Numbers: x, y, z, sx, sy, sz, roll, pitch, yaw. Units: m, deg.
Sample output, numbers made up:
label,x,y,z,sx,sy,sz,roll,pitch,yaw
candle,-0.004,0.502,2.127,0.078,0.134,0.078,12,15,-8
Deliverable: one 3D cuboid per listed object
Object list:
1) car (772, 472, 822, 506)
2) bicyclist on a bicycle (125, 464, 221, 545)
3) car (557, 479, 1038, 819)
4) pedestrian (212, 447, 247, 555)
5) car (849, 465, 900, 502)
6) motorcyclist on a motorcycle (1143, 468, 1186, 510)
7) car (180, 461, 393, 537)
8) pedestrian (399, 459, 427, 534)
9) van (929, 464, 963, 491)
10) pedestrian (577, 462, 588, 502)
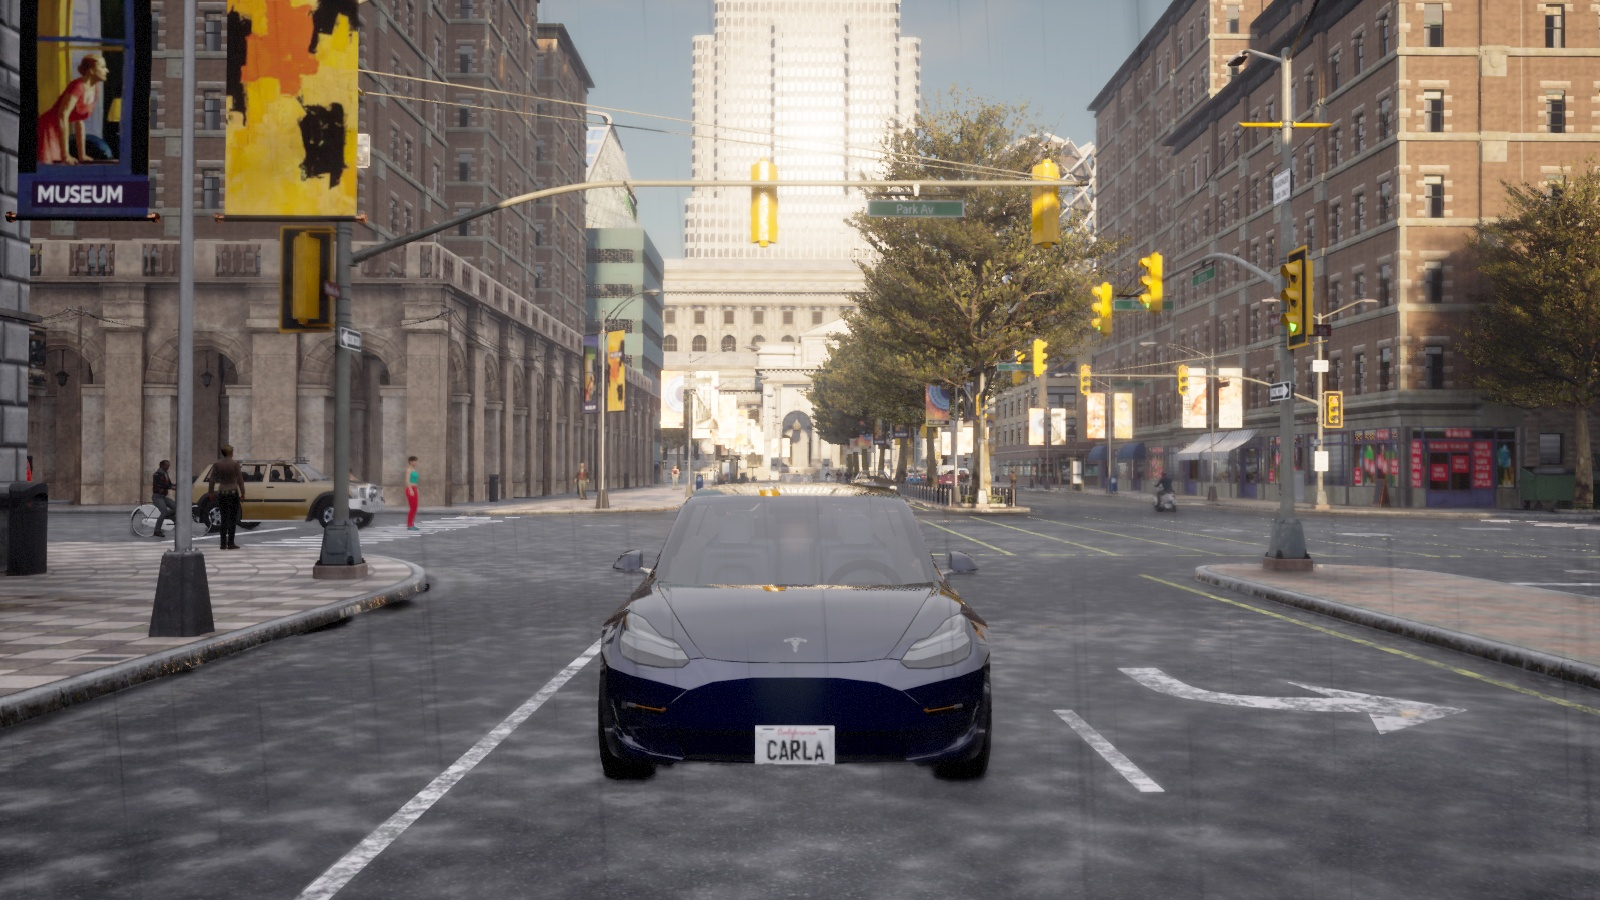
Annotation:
label,x,y,z,sx,sy,sz,roll,pitch,yaw
car,-0.140,1.785,57.926,2.163,1.488,4.792,0,-1,0
bicyclist on a bicycle,-14.120,1.216,28.301,1.843,1.776,0.659,0,-1,0
car,-0.020,0.950,8.059,2.163,1.488,4.792,0,-1,0
pedestrian,-9.950,0.878,21.896,0.331,1.846,0.634,0,-1,-2
car,3.435,1.566,58.898,2.152,1.651,5.027,0,-1,1
motorcyclist on a motorcycle,14.627,1.554,50.421,0.866,1.590,1.817,-2,-1,-12
car,-12.935,1.216,31.817,4.605,1.855,1.932,0,-1,0
pedestrian,-9.520,1.134,30.893,0.594,1.836,0.345,0,-1,3
van,11.265,2.123,97.285,2.069,2.038,4.480,0,-1,0
pedestrian,-10.149,1.493,58.570,0.376,1.854,0.720,0,-1,0
